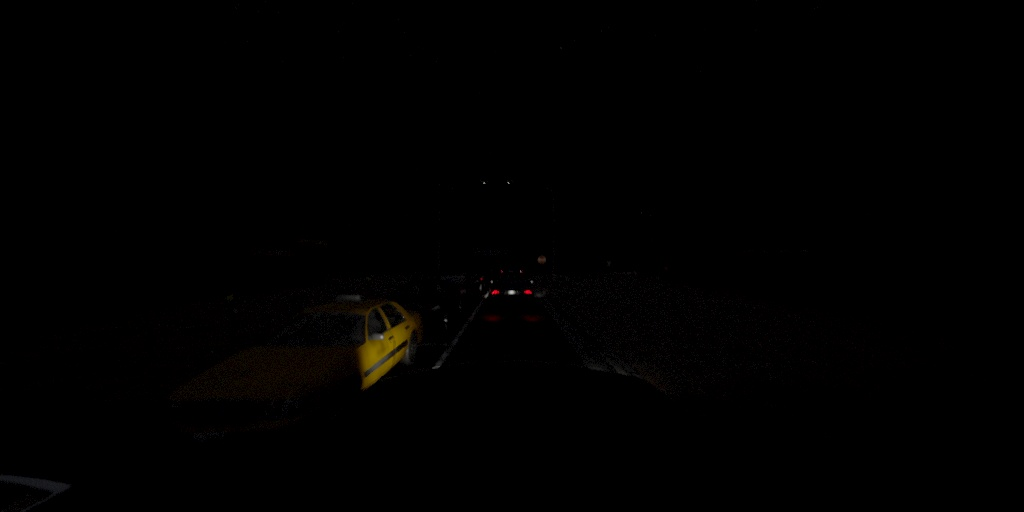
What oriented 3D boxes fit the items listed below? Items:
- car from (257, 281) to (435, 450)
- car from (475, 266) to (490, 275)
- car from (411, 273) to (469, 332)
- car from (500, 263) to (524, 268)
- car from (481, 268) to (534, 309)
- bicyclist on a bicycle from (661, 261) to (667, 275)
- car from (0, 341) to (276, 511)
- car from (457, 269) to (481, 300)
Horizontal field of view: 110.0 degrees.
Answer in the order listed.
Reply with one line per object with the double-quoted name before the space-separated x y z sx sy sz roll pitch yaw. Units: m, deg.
"car" -2.641 1.313 5.534 1.751 1.417 4.829 0 0 0
"car" -2.659 1.506 22.060 1.948 1.339 4.313 0 0 0
"car" -2.647 1.404 11.157 1.948 1.339 4.313 0 0 0
"car" -0.030 1.373 30.920 2.097 1.767 4.553 0 -1 0
"car" -0.013 1.429 15.839 2.033 1.411 5.357 0 -1 0
"bicyclist on a bicycle" 17.317 1.385 40.677 0.582 1.620 1.656 0 -1 0
"car" -2.635 1.287 0.253 2.007 1.370 4.403 0 0 0
"car" -2.653 1.471 16.608 1.802 1.307 4.207 0 0 0
